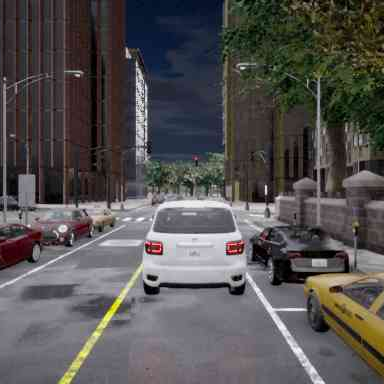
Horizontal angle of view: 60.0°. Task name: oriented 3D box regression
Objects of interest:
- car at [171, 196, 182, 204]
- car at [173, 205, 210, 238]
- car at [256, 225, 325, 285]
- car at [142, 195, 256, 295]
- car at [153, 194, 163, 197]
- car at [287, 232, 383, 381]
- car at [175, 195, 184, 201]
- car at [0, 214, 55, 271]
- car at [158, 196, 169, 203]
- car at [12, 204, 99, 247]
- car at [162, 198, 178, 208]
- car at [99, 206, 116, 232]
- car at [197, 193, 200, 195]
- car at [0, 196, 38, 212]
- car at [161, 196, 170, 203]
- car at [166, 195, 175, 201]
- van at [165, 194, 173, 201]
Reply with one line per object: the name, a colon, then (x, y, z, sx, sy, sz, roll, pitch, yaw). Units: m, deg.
car: (-3.084, 1.583, 67.006, 1.994, 1.385, 4.181, 0, 0, 1)
car: (0.006, 1.527, 18.496, 1.812, 1.442, 4.674, 0, 0, 0)
car: (2.752, 1.566, 9.261, 1.947, 1.339, 4.313, 0, 0, 0)
car: (0.058, 1.222, 8.852, 2.150, 2.045, 5.566, 0, 0, 0)
car: (-5.817, 1.330, 57.573, 2.192, 1.841, 5.009, 0, 0, 0)
car: (2.757, 1.525, 3.975, 1.752, 1.417, 4.829, 0, 0, 0)
car: (-3.075, 1.486, 80.678, 2.033, 1.411, 5.357, 0, 0, 0)
car: (-5.773, 1.545, 9.252, 1.887, 1.381, 4.507, 0, 0, 0)
car: (-5.827, 1.602, 68.448, 1.802, 1.307, 4.206, 0, 0, 0)
car: (-5.778, 1.441, 14.709, 1.967, 1.590, 4.097, 0, 0, 0)
car: (-3.140, 1.574, 48.138, 1.994, 1.385, 4.181, 0, 0, 0)
car: (-5.783, 1.527, 19.995, 1.752, 1.417, 4.829, 0, 0, 0)
car: (2.689, 1.572, 79.331, 1.887, 1.381, 4.507, 0, 0, 0)
car: (-17.079, 1.204, 31.621, 4.892, 1.490, 1.837, 1, 0, 0)
car: (-5.832, 1.549, 73.716, 1.752, 1.417, 4.829, 0, 0, 0)
car: (-5.847, 1.586, 90.199, 2.008, 1.369, 4.403, 0, 0, 0)
van: (-5.842, 1.372, 84.761, 1.690, 1.788, 3.998, 0, 0, 0)
